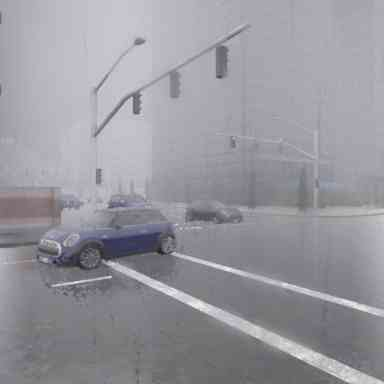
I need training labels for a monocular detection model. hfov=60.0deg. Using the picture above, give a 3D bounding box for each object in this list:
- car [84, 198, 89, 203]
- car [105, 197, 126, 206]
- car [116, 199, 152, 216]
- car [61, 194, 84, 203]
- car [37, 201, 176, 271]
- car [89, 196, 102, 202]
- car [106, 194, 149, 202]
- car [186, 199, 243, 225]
[{"bbox_3d":[-17.898,1.601,50.911,1.895,1.301,4.718,0,0,-35],"label":"car"},{"bbox_3d":[-13.067,1.526,56.485,1.812,1.442,4.674,0,0,-36],"label":"car"},{"bbox_3d":[-6.086,1.526,34.371,1.812,1.442,4.674,0,0,-36],"label":"car"},{"bbox_3d":[-15.940,1.222,42.144,2.150,2.045,5.566,0,0,-35],"label":"car"},{"bbox_3d":[-2.680,1.352,11.179,2.097,1.767,4.553,0,0,42],"label":"car"},{"bbox_3d":[-19.032,1.492,64.819,2.128,1.511,4.902,0,0,-36],"label":"car"},{"bbox_3d":[-4.880,1.220,26.666,2.150,2.045,5.566,0,0,-35],"label":"car"},{"bbox_3d":[1.554,1.351,24.047,2.097,1.767,4.553,0,0,-39],"label":"car"}]
